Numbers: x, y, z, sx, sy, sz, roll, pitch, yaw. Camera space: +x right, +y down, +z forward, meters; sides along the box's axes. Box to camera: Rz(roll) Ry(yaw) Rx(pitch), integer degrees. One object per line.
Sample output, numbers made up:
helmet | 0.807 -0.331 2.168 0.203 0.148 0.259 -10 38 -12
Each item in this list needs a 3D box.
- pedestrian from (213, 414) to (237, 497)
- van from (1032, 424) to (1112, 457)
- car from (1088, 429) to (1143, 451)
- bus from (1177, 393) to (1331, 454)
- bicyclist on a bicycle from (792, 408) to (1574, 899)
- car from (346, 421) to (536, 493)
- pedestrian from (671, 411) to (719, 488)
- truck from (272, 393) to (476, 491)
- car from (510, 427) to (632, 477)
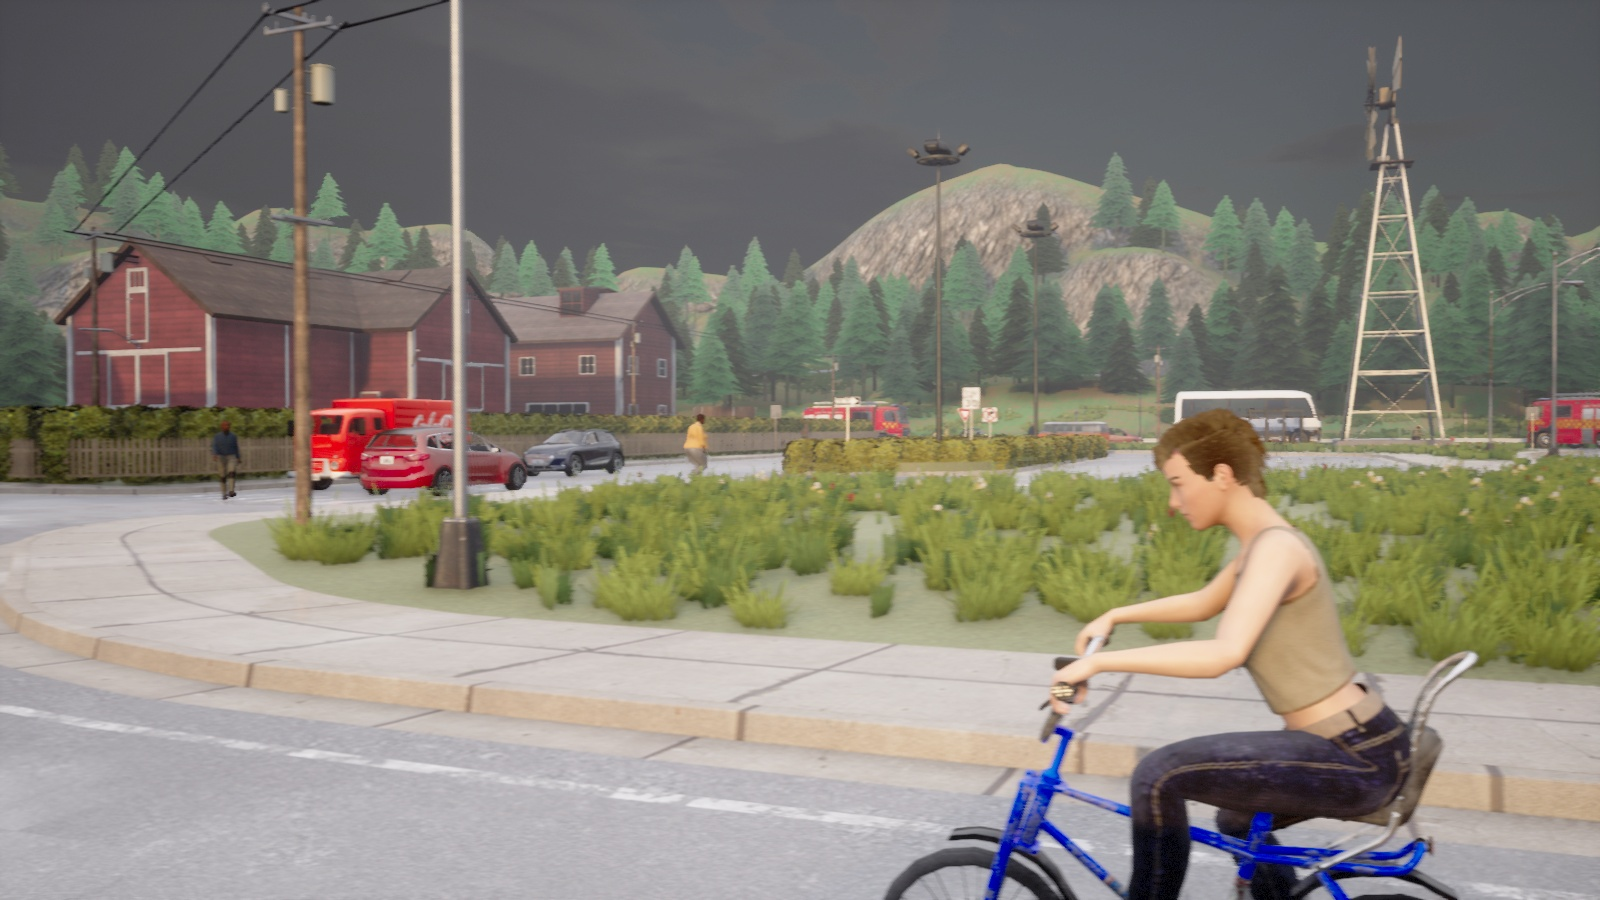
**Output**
pedestrian | -12.875 0.116 28.099 0.370 1.835 0.726 0 1 -33
van | 16.633 -0.616 76.867 4.442 1.987 1.775 1 1 34
car | 23.791 -0.738 94.731 3.988 1.617 1.851 0 1 13
bus | 32.964 -1.930 91.343 10.273 4.253 3.944 1 1 21
bicyclist on a bicycle | 0.840 0.718 2.954 1.509 1.612 0.866 0 1 20
car | -8.953 0.129 31.755 2.242 1.667 4.611 1 1 23
pedestrian | -2.579 -0.027 30.902 0.900 1.855 0.874 0 1 -28
truck | -11.590 -0.259 34.652 2.627 2.467 5.204 1 1 21
car | -7.982 0.015 44.259 2.033 1.649 4.856 1 1 21
